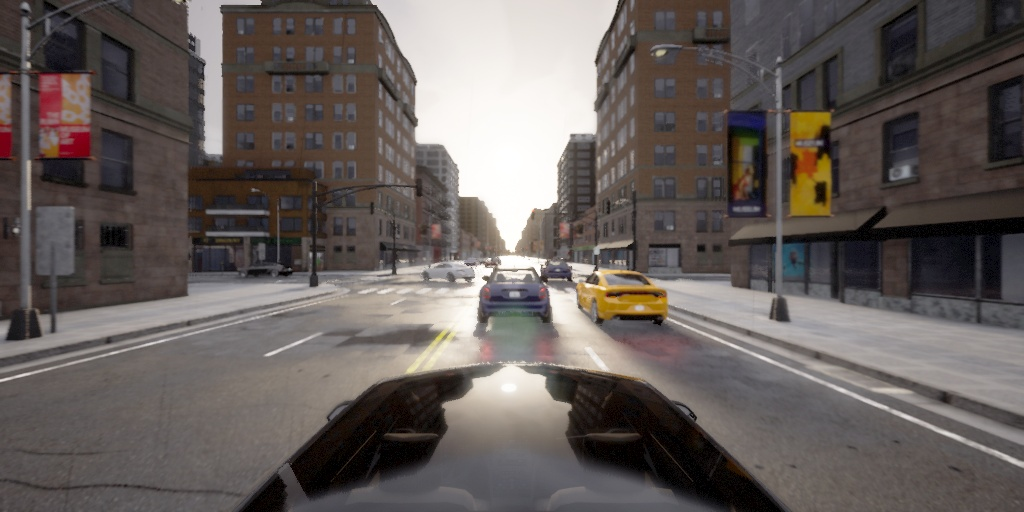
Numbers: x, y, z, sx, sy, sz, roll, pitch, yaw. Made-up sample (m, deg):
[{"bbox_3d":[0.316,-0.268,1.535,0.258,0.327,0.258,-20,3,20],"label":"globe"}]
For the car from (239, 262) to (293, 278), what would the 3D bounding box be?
[{"bbox_3d":[-22.131,1.231,32.394,4.313,1.339,1.948,0,0,0],"label":"car"}]

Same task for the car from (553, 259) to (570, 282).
[{"bbox_3d":[3.332,1.020,28.012,2.097,1.767,4.553,0,0,0],"label":"car"}]

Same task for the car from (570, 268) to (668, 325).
[{"bbox_3d":[3.329,1.197,11.735,1.882,1.535,5.008,0,0,1],"label":"car"}]

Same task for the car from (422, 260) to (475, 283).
[{"bbox_3d":[-4.829,1.194,27.101,4.674,1.442,1.812,0,-1,39],"label":"car"}]

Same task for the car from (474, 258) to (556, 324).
[{"bbox_3d":[0.084,1.070,11.989,2.097,1.767,4.553,0,0,0],"label":"car"}]

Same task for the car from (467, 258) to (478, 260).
[{"bbox_3d":[-6.560,1.041,58.500,1.882,1.535,5.008,0,0,0],"label":"car"}]
